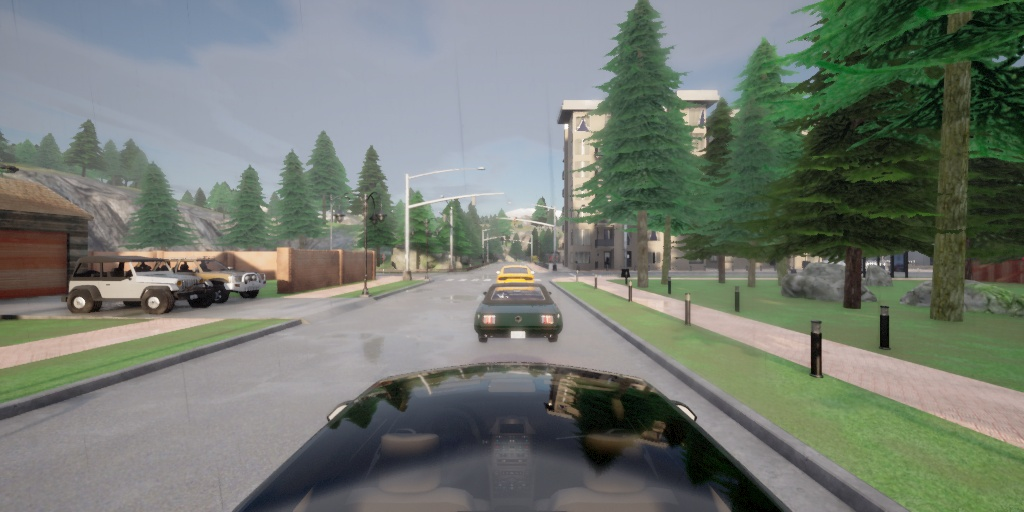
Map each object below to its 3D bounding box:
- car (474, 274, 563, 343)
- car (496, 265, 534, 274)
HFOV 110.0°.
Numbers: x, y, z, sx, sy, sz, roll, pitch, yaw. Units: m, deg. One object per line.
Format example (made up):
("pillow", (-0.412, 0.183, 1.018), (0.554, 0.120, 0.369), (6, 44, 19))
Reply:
("car", (0.148, 1.351, 9.677), (1.895, 1.301, 4.718), (0, 0, 0))
("car", (0.180, 1.228, 19.017), (1.882, 1.535, 5.008), (0, 0, 0))
